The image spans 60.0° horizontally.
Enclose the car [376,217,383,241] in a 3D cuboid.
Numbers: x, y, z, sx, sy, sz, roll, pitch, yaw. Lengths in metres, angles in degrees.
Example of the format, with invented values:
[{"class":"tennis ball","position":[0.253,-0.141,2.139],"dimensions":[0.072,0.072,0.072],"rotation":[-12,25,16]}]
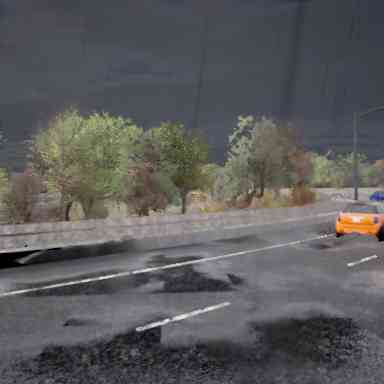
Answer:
[{"class":"car","position":[8.019,1.494,10.633],"dimensions":[5.357,1.411,2.033],"rotation":[0,0,-43]}]

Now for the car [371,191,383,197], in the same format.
[{"class":"car","position":[36.541,0.817,64.670],"dimensions":[2.150,2.045,5.566],"rotation":[0,0,13]}]

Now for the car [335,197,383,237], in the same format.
[{"class":"car","position":[8.942,1.287,16.488],"dimensions":[4.553,1.767,2.097],"rotation":[0,0,-44]}]
